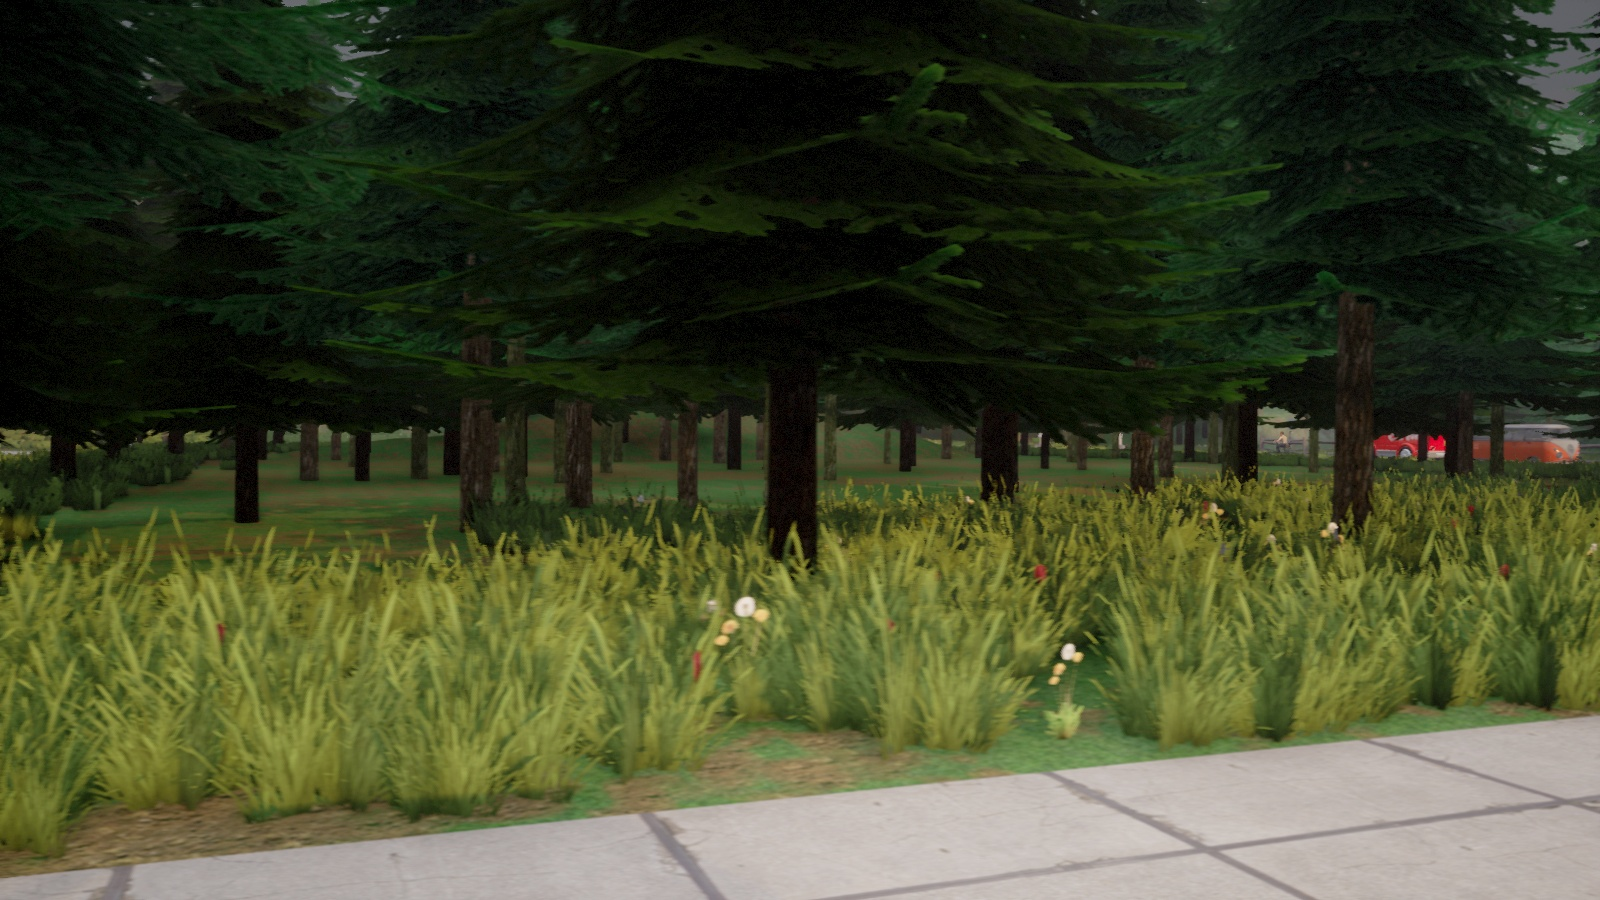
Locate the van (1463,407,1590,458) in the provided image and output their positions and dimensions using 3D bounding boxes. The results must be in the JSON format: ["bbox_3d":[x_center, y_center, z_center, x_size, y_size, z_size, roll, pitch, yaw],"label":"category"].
[{"bbox_3d":[29.915,-0.721,51.892,1.775,1.987,4.442,-1,1,-20],"label":"van"}]

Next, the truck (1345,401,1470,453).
[{"bbox_3d":[29.970,-1.134,62.156,2.627,2.467,5.204,-1,1,-20],"label":"truck"}]
